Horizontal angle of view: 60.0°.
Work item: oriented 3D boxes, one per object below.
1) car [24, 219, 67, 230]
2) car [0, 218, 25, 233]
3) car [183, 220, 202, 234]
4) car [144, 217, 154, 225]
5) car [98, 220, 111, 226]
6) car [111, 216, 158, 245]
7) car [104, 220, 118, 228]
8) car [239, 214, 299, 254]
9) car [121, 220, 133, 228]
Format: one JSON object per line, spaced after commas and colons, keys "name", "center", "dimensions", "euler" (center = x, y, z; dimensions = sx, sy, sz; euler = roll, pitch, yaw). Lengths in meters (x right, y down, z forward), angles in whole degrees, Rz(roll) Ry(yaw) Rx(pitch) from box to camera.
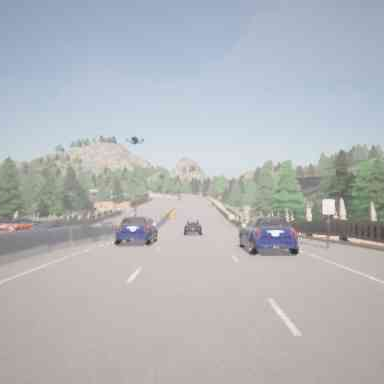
{"name": "car", "center": [-14.085, 3.604, 33.031], "dimensions": [2.033, 1.411, 5.357], "euler": [0, -5, 0]}
{"name": "car", "center": [-17.583, 3.415, 33.139], "dimensions": [2.097, 1.767, 4.553], "euler": [0, -5, 0]}
{"name": "car", "center": [0.092, 3.876, 36.745], "dimensions": [2.128, 1.511, 4.902], "euler": [0, -5, 0]}
{"name": "car", "center": [-10.518, 7.088, 81.699], "dimensions": [1.837, 1.490, 4.892], "euler": [0, -1, 0]}
{"name": "car", "center": [-10.574, 4.358, 41.812], "dimensions": [1.812, 1.442, 4.674], "euler": [0, -5, 0]}
{"name": "car", "center": [-3.404, 2.353, 21.189], "dimensions": [2.097, 1.767, 4.553], "euler": [0, -5, 0]}
{"name": "car", "center": [-17.515, 6.827, 71.967], "dimensions": [1.812, 1.442, 4.674], "euler": [0, -3, 0]}
{"name": "car", "center": [3.597, 1.982, 16.428], "dimensions": [2.097, 1.767, 4.553], "euler": [0, -4, 0]}
{"name": "car", "center": [-14.015, 6.827, 71.967], "dimensions": [1.812, 1.442, 4.674], "euler": [0, -3, 0]}
